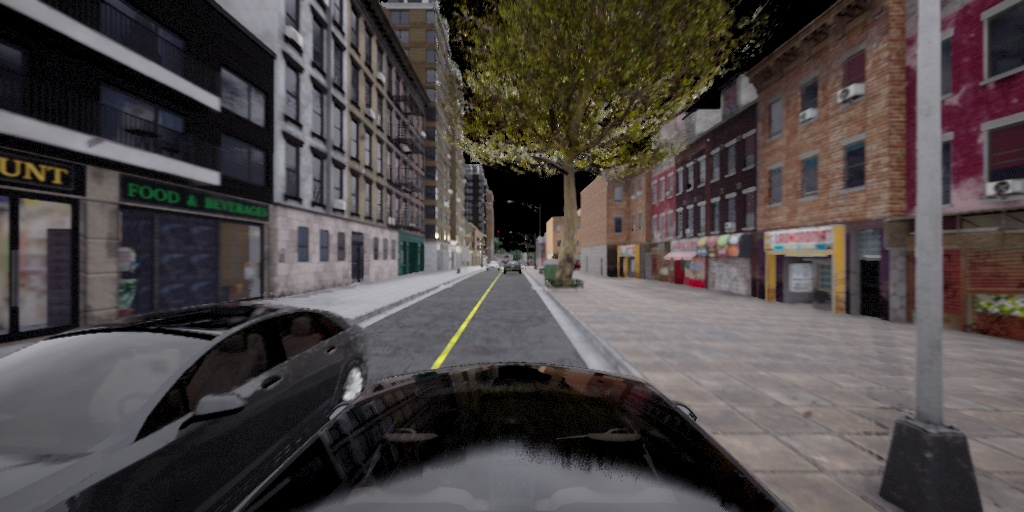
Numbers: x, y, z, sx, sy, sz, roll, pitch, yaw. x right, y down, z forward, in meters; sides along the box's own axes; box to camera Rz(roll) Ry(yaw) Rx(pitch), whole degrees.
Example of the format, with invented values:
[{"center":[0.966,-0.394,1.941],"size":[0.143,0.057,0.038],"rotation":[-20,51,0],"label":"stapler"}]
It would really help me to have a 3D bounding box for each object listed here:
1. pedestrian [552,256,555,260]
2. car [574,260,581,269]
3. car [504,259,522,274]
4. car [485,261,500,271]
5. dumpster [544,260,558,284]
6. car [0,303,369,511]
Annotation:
[{"center":[3.007,0.898,26.304],"size":[0.375,1.860,0.375],"rotation":[0,0,-10],"label":"pedestrian"},{"center":[10.792,1.611,60.576],"size":[5.009,1.841,2.192],"rotation":[0,0,0],"label":"car"},{"center":[0.070,1.203,43.456],"size":[2.097,1.767,4.553],"rotation":[0,0,0],"label":"car"},{"center":[-2.772,1.457,52.488],"size":[1.812,1.442,4.674],"rotation":[0,-1,0],"label":"car"},{"center":[3.007,1.149,25.299],"size":[1.020,1.700,1.940],"rotation":[0,0,0],"label":"dumpster"},{"center":[-2.850,1.255,3.005],"size":[1.837,1.490,4.892],"rotation":[0,0,0],"label":"car"}]
